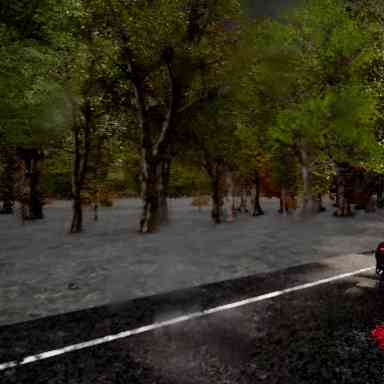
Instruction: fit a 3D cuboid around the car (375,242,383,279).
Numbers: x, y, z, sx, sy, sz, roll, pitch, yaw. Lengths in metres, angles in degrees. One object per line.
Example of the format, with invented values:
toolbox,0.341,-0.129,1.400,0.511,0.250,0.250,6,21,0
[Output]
car,6.603,1.501,8.580,4.892,1.490,1.837,0,0,-36
